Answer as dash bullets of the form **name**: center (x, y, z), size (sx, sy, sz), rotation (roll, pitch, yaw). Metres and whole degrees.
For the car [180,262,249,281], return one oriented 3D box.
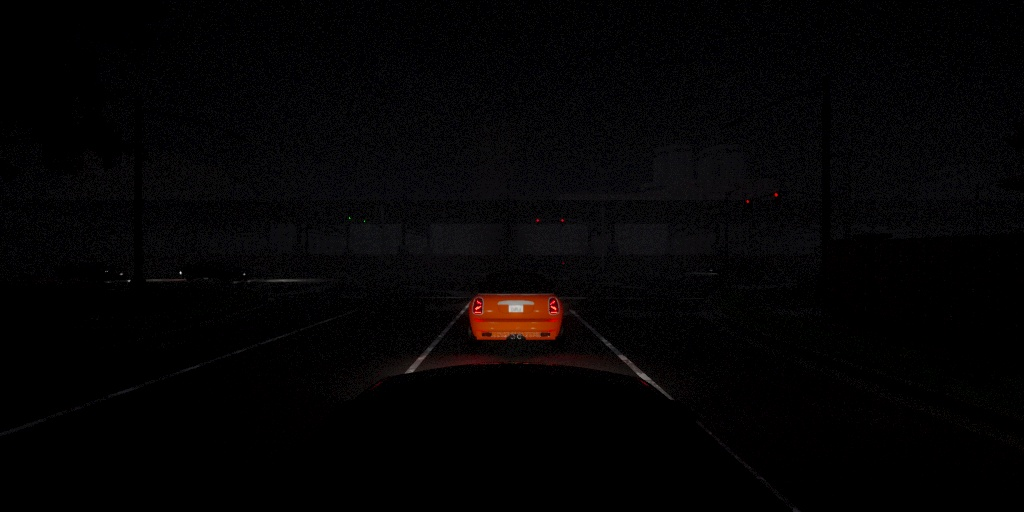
- **car**: center (-24.460, 1.242, 29.537), size (4.902, 1.511, 2.128), rotation (0, 0, 1)

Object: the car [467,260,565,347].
- **car**: center (0.081, 1.103, 9.502), size (2.097, 1.767, 4.553), rotation (0, 0, 0)

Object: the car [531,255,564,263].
- **car**: center (3.034, 0.960, 39.542), size (5.566, 2.045, 2.150), rotation (0, 0, 1)

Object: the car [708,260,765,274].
- **car**: center (24.368, 1.155, 39.010), size (5.357, 1.411, 2.033), rotation (-1, 0, 1)

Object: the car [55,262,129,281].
- **car**: center (-34.853, 1.242, 29.842), size (4.902, 1.511, 2.128), rotation (0, 0, 2)
